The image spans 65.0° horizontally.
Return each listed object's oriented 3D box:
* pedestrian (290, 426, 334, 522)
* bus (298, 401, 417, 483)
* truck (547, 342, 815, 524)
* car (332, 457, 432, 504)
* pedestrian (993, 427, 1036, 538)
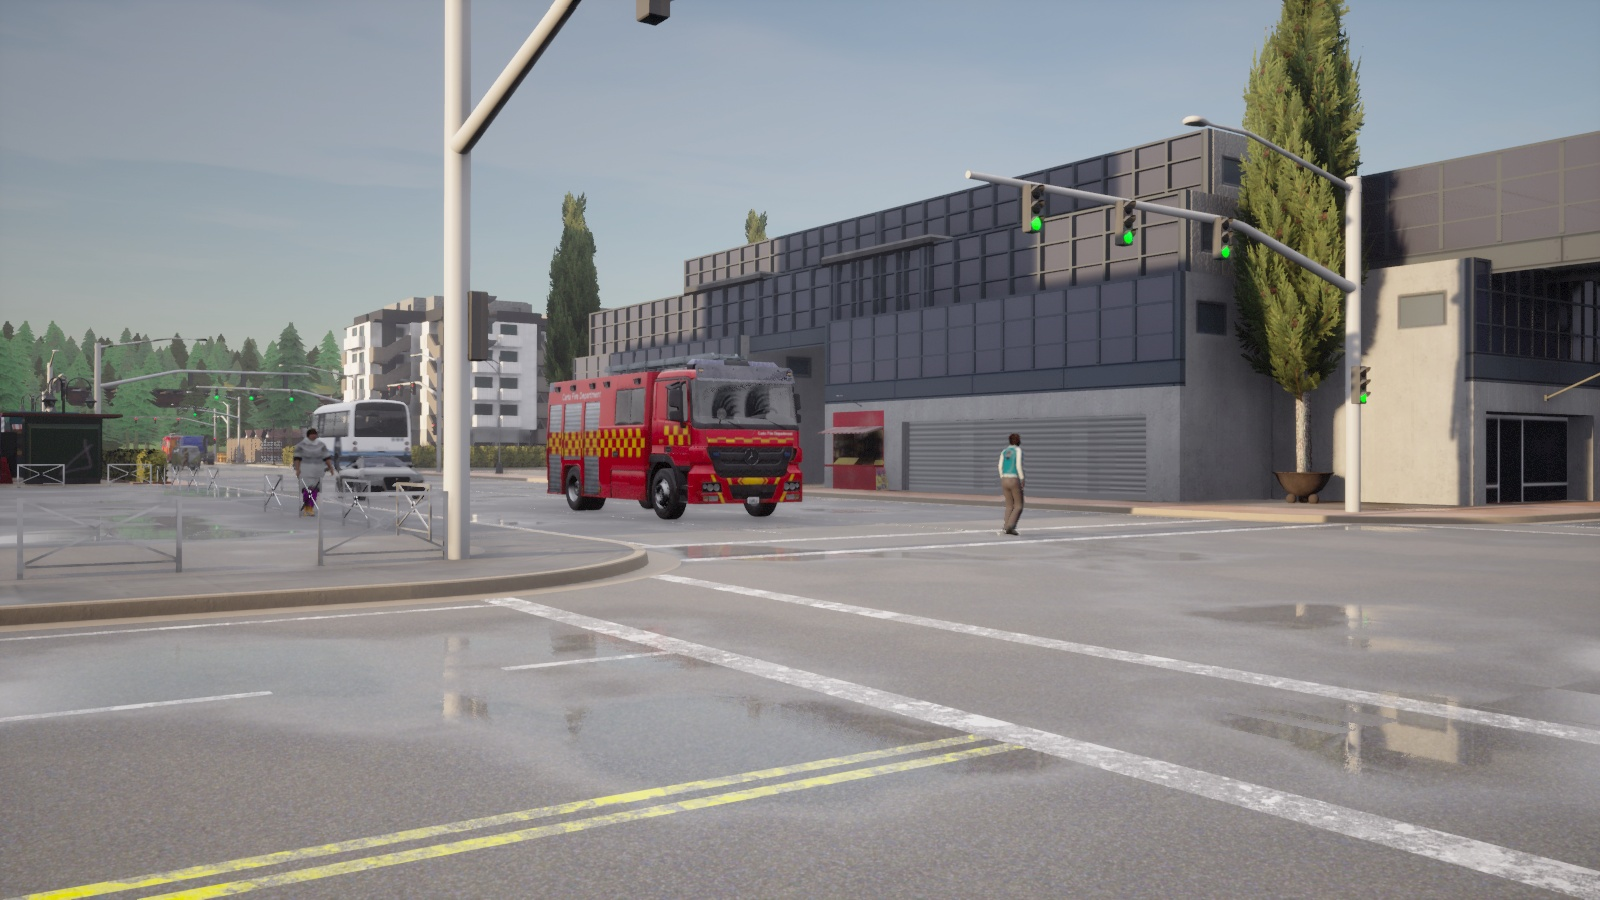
[{"bbox_3d":[-10.171,0.489,26.162,0.659,1.952,0.873,0,0,-34],"label":"pedestrian"},{"bbox_3d":[-24.963,-0.406,70.405,3.944,4.253,10.273,0,0,-33],"label":"bus"},{"bbox_3d":[-3.203,-0.338,30.756,2.891,3.827,8.468,0,0,-33],"label":"truck"},{"bbox_3d":[-13.279,0.934,39.748,1.994,1.385,4.181,0,0,-33],"label":"car"},{"bbox_3d":[3.825,0.570,22.393,0.692,1.930,0.396,0,0,-41],"label":"pedestrian"}]
